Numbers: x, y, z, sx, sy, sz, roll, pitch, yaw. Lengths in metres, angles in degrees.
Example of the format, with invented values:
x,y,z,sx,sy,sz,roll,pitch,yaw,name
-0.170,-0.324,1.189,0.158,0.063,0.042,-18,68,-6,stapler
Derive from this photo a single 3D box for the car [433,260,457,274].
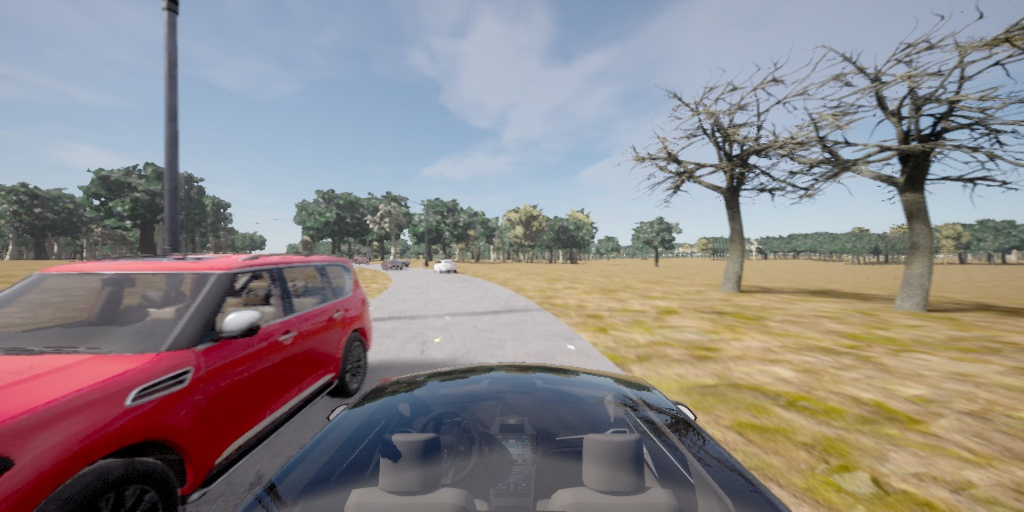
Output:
x,y,z,sx,sy,sz,roll,pitch,yaw,name
-7.316,1.127,39.299,1.812,1.442,4.674,0,0,-25,car

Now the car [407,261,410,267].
x,y,z,sx,sy,sz,roll,pitch,yaw,name
-17.350,1.040,54.860,1.895,1.301,4.718,1,0,-37,car

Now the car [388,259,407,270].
x,y,z,sx,sy,sz,roll,pitch,yaw,name
-14.925,1.080,44.692,1.994,1.385,4.181,0,0,-30,car

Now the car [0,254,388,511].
x,y,z,sx,sy,sz,roll,pitch,yaw,name
-3.229,0.991,3.569,2.150,2.045,5.566,0,0,-2,car
